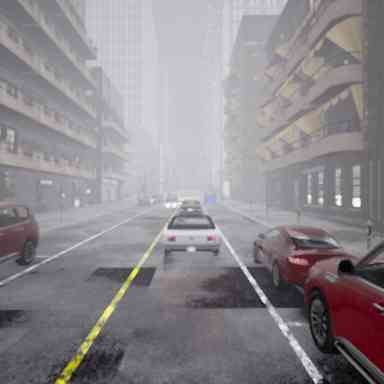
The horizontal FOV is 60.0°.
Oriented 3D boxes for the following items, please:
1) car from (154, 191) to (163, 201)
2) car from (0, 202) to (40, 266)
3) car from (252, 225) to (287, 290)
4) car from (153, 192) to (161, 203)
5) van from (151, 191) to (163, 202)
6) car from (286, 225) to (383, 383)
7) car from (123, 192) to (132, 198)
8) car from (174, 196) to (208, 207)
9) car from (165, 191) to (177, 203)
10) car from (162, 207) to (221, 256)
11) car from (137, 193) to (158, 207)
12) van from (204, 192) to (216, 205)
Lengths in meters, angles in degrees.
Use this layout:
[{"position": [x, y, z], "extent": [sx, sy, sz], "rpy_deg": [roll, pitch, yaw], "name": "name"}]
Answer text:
[{"position": [-5.847, 1.036, 52.757], "extent": [1.947, 1.339, 4.313], "rpy_deg": [1, 1, 0], "name": "car"}, {"position": [-5.704, 1.231, 8.435], "extent": [2.192, 1.841, 5.009], "rpy_deg": [1, 1, 0], "name": "car"}, {"position": [2.672, 1.496, 8.523], "extent": [1.802, 1.307, 4.206], "rpy_deg": [1, 1, 0], "name": "car"}, {"position": [-5.826, 1.108, 47.218], "extent": [1.802, 1.307, 4.206], "rpy_deg": [1, 1, 0], "name": "car"}, {"position": [-6.034, 0.756, 58.295], "extent": [1.690, 1.788, 3.998], "rpy_deg": [1, 1, 0], "name": "van"}, {"position": [2.698, 1.284, 2.980], "extent": [2.192, 1.841, 5.009], "rpy_deg": [1, 1, 0], "name": "car"}, {"position": [-16.804, 0.686, 80.900], "extent": [4.097, 1.590, 1.967], "rpy_deg": [0, -1, 0], "name": "car"}, {"position": [-0.076, 1.286, 26.009], "extent": [2.033, 1.411, 5.357], "rpy_deg": [0, 1, 0], "name": "car"}, {"position": [-3.278, 0.950, 54.068], "extent": [2.128, 1.511, 4.902], "rpy_deg": [0, 0, 0], "name": "car"}, {"position": [-0.009, 1.474, 12.555], "extent": [1.895, 1.301, 4.718], "rpy_deg": [0, 1, 0], "name": "car"}, {"position": [-5.804, 1.133, 41.677], "extent": [2.008, 1.369, 4.403], "rpy_deg": [1, 1, 0], "name": "car"}, {"position": [2.526, 0.865, 47.301], "extent": [1.690, 1.788, 3.998], "rpy_deg": [1, 1, 0], "name": "van"}]
